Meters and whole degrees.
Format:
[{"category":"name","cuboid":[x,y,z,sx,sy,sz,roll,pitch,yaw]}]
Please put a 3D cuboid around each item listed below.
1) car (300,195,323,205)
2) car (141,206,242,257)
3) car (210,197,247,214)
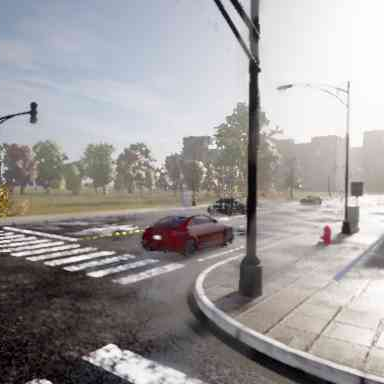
[{"category":"car","cuboid":[16.907,1.114,47.118,1.895,1.301,4.718,1,1,37]},{"category":"car","cuboid":[-0.027,1.485,12.883,1.994,1.385,4.181,1,1,35]},{"category":"car","cuboid":[3.185,1.207,28.620,1.812,1.442,4.674,1,1,36]}]
